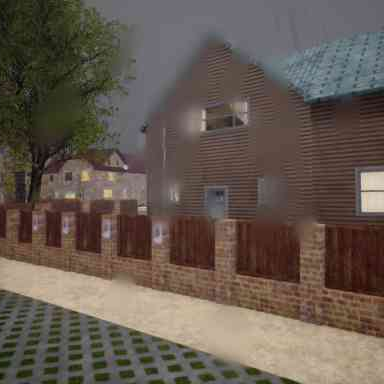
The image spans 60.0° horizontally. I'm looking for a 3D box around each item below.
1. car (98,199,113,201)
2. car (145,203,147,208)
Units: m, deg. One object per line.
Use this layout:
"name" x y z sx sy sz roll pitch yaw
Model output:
"car" -8.247 1.419 29.941 1.837 1.490 4.892 -1 0 29
"car" -3.354 1.453 38.646 1.895 1.301 4.718 -1 0 29
